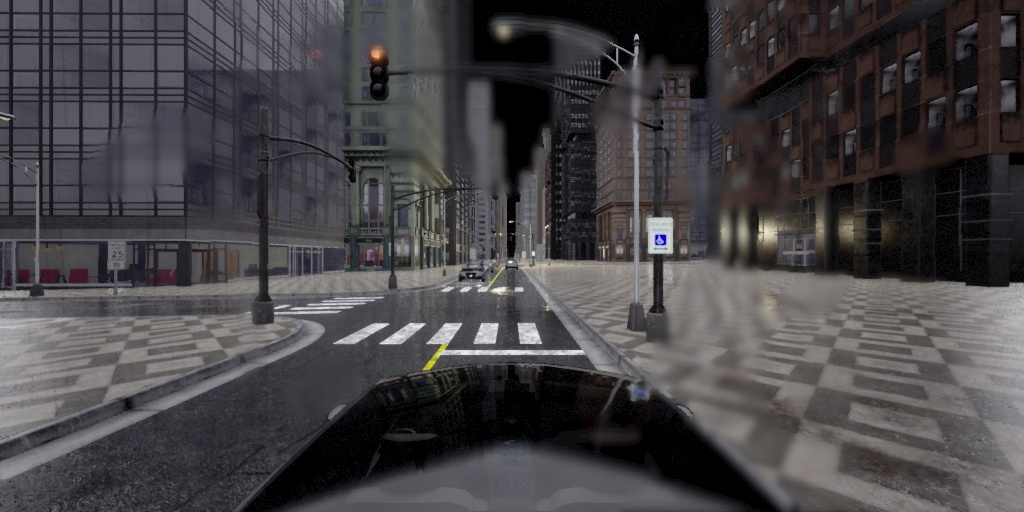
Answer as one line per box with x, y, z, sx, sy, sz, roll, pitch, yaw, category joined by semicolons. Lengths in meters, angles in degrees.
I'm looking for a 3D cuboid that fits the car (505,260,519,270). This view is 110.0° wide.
-0.020;1.326;53.416;1.994;1.385;4.181;0;0;0;car

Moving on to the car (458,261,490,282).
-3.114;1.314;29.002;1.994;1.385;4.181;0;0;0;car

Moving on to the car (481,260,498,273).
-3.109;1.246;43.042;2.128;1.511;4.902;0;0;0;car
